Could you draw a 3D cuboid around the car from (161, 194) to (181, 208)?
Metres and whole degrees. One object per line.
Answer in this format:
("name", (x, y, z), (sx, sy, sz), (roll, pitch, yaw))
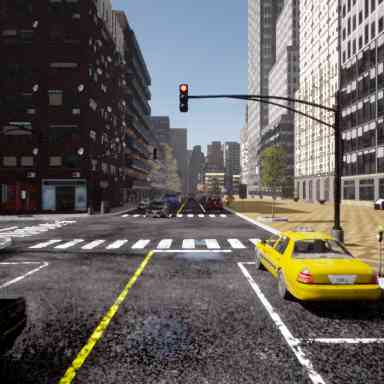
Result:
("car", (-3.125, 1.250, 49.298), (2.150, 2.045, 5.566), (0, 0, 1))

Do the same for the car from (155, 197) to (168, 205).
("car", (-5.720, 1.593, 62.595), (1.887, 1.381, 4.507), (0, 0, 0))

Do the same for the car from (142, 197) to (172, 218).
("car", (-3.115, 1.522, 30.429), (1.837, 1.490, 4.892), (0, 0, 0))

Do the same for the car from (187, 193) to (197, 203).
("car", (-0.029, 1.565, 69.268), (1.837, 1.490, 4.892), (0, 0, 0))

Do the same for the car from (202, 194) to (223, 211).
("car", (2.669, 1.333, 40.493), (2.192, 1.841, 5.009), (0, 0, 0))

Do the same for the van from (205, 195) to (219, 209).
("van", (2.666, 1.365, 46.019), (1.690, 1.788, 3.998), (0, 0, 0))

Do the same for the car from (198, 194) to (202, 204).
("car", (2.659, 1.363, 62.598), (2.192, 1.841, 5.009), (0, 0, 0))

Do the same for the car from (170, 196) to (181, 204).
("car", (-3.078, 1.575, 63.382), (1.812, 1.442, 4.674), (0, 0, 0))

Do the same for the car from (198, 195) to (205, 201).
("car", (2.649, 1.627, 90.402), (1.752, 1.417, 4.829), (0, 0, 0))

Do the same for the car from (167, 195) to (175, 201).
("car", (-5.731, 1.626, 90.059), (1.752, 1.417, 4.829), (0, 0, 0))

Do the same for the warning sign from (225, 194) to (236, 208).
("warning sign", (5.054, 1.136, 43.750), (1.300, 1.860, 1.060), (0, 0, 0))

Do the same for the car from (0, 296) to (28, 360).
("car", (-3.101, 1.601, 2.164), (1.895, 1.301, 4.718), (0, 0, 0))

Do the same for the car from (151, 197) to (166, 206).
("car", (-5.717, 1.589, 57.069), (2.008, 1.369, 4.403), (0, 0, 0))

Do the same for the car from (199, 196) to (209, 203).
("car", (2.656, 1.612, 73.652), (1.887, 1.381, 4.507), (0, 0, 0))

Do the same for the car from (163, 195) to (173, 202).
("car", (-5.727, 1.518, 79.176), (1.967, 1.590, 4.097), (0, 0, 0))

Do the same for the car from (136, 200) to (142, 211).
("car", (-5.710, 1.568, 40.489), (2.008, 1.369, 4.403), (0, 0, 0))

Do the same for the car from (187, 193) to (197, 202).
("car", (-0.032, 1.218, 79.716), (2.150, 2.045, 5.566), (0, 0, 0))

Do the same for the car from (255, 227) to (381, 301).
("car", (2.683, 1.526, 8.250), (1.752, 1.417, 4.829), (0, 0, 0))

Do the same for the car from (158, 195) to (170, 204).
("car", (-5.723, 1.498, 68.122), (1.967, 1.590, 4.097), (0, 0, 0))
